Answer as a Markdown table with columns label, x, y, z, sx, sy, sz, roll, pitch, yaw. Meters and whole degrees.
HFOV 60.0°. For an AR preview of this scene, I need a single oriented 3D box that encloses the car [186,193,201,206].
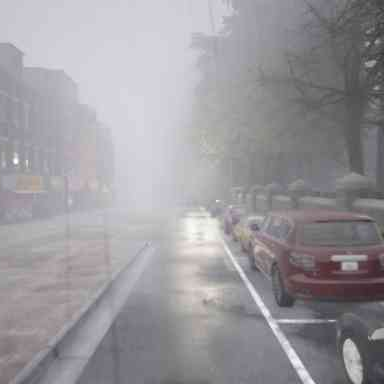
| label | x | y | z | sx | sy | sz | roll | pitch | yaw |
| --- | --- | --- | --- | --- | --- | --- | --- | --- | --- |
| car | 0.018 | 1.438 | 56.868 | 2.097 | 1.767 | 4.553 | 0 | 0 | 0 |

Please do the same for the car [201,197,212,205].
| label | x | y | z | sx | sy | sz | roll | pitch | yaw |
| --- | --- | --- | --- | --- | --- | --- | --- | --- | --- |
| car | 2.670 | 1.630 | 62.122 | 1.752 | 1.417 | 4.829 | -1 | 0 | 0 |

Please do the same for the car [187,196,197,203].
| label | x | y | z | sx | sy | sz | roll | pitch | yaw |
| --- | --- | --- | --- | --- | --- | --- | --- | --- | --- |
| car | -0.002 | 1.498 | 71.929 | 2.033 | 1.411 | 5.357 | 0 | 0 | 0 |

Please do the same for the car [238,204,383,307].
| label | x | y | z | sx | sy | sz | roll | pitch | yaw |
| --- | --- | --- | --- | --- | --- | --- | --- | --- | --- |
| car | 2.619 | 1.312 | 7.908 | 2.192 | 1.841 | 5.009 | -1 | 0 | 0 |

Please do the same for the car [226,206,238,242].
| label | x | y | z | sx | sy | sz | roll | pitch | yaw |
| --- | --- | --- | --- | --- | --- | --- | --- | --- | --- |
| car | 2.623 | 1.522 | 13.528 | 1.752 | 1.417 | 4.829 | -1 | 0 | 0 |

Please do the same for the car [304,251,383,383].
| label | x | y | z | sx | sy | sz | roll | pitch | yaw |
| --- | --- | --- | --- | --- | --- | --- | --- | --- | --- |
| car | 2.624 | 1.549 | 2.459 | 2.008 | 1.369 | 4.403 | -1 | 0 | 0 |

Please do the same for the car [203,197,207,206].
| label | x | y | z | sx | sy | sz | roll | pitch | yaw |
| --- | --- | --- | --- | --- | --- | --- | --- | --- | --- |
| car | 2.748 | 1.512 | 41.403 | 1.882 | 1.535 | 5.008 | 0 | 0 | 0 |

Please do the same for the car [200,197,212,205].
| label | x | y | z | sx | sy | sz | roll | pitch | yaw |
| --- | --- | --- | --- | --- | --- | --- | --- | --- | --- |
| car | 2.646 | 1.663 | 64.096 | 2.008 | 1.369 | 4.403 | -1 | 0 | 0 |

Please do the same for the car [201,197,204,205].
| label | x | y | z | sx | sy | sz | roll | pitch | yaw |
| --- | --- | --- | --- | --- | --- | --- | --- | --- | --- |
| car | 2.619 | 1.635 | 56.960 | 2.008 | 1.369 | 4.403 | -1 | 0 | 0 |

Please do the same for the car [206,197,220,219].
| label | x | y | z | sx | sy | sz | roll | pitch | yaw |
| --- | --- | --- | --- | --- | --- | --- | --- | --- | --- |
| car | 2.619 | 1.451 | 29.710 | 1.967 | 1.590 | 4.097 | -1 | 0 | 0 |

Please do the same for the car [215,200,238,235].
| label | x | y | z | sx | sy | sz | roll | pitch | yaw |
| --- | --- | --- | --- | --- | --- | --- | --- | --- | --- |
| car | 2.621 | 1.439 | 18.809 | 1.967 | 1.590 | 4.097 | -1 | 0 | 0 |
